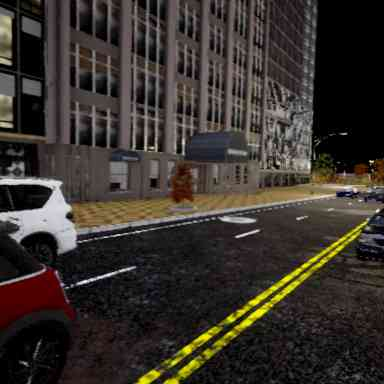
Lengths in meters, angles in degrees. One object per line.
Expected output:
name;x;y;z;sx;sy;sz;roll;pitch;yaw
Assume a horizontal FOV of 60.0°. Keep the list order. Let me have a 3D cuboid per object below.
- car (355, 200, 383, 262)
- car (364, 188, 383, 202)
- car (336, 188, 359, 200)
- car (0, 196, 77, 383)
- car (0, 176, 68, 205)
car;6.179;1.223;9.912;2.033;1.411;5.357;4;4;34
car;19.826;0.342;35.703;2.033;1.411;5.357;4;4;35
car;18.525;0.149;39.522;1.895;1.301;4.718;4;4;35
car;-3.215;1.093;2.348;2.097;1.767;4.553;4;4;34
car;-4.747;0.728;5.826;2.150;2.045;5.566;4;4;34
